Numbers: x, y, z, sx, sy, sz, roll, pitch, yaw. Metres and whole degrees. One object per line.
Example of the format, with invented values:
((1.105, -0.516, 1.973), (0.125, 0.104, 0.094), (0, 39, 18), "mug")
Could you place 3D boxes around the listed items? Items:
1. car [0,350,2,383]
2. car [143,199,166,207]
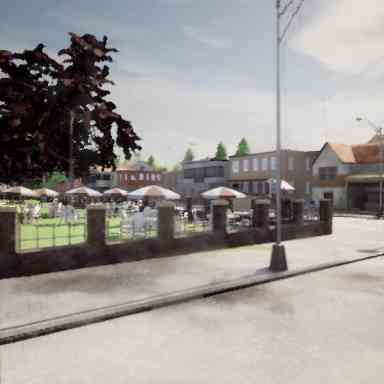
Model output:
((-3.876, 1.509, 1.833), (4.892, 1.490, 1.837), (0, 0, -35), "car")
((-4.763, 1.465, 43.587), (1.837, 1.490, 4.892), (0, 0, -35), "car")
